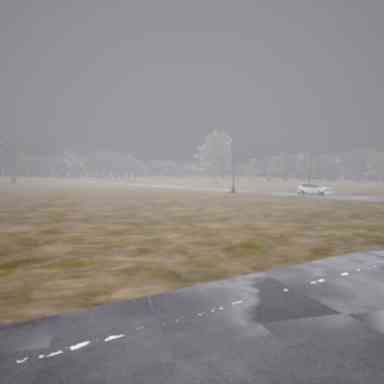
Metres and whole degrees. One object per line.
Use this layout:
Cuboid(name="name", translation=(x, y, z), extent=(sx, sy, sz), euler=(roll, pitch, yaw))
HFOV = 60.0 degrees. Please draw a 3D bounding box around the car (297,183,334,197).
Cuboid(name="car", translation=(18.680, -0.340, 50.636), extent=(2.150, 2.045, 5.566), euler=(0, 2, -34))
